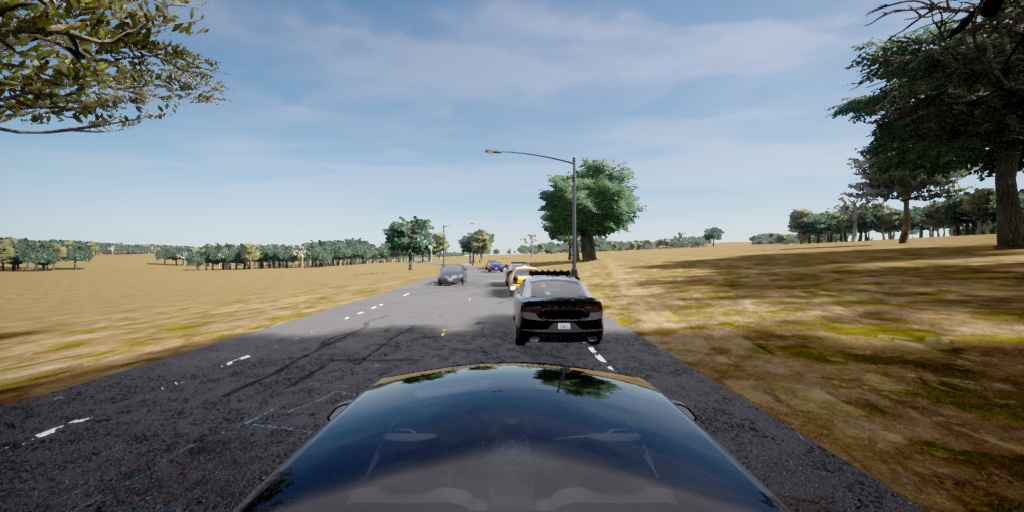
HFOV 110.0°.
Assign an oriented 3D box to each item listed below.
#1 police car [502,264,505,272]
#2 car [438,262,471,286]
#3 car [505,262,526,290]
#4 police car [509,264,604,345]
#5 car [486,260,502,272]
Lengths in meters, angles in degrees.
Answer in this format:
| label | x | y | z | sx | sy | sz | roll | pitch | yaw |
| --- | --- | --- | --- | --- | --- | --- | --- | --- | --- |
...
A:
| label | x | y | z | sx | sy | sz | roll | pitch | yaw |
| --- | --- | --- | --- | --- | --- | --- | --- | --- | --- |
| police car | 0.467 | 1.224 | 25.763 | 1.930 | 1.638 | 5.238 | 0 | 0 | -3 |
| car | -4.251 | 1.324 | 26.317 | 1.812 | 1.442 | 4.674 | 0 | 0 | -3 |
| car | 0.723 | 1.241 | 19.814 | 1.801 | 1.575 | 5.366 | 0 | 0 | -2 |
| police car | 0.992 | 1.189 | 9.680 | 1.930 | 1.638 | 5.238 | 0 | 0 | -1 |
| car | -2.201 | 1.453 | 48.353 | 1.812 | 1.442 | 4.674 | 0 | -1 | -5 |
